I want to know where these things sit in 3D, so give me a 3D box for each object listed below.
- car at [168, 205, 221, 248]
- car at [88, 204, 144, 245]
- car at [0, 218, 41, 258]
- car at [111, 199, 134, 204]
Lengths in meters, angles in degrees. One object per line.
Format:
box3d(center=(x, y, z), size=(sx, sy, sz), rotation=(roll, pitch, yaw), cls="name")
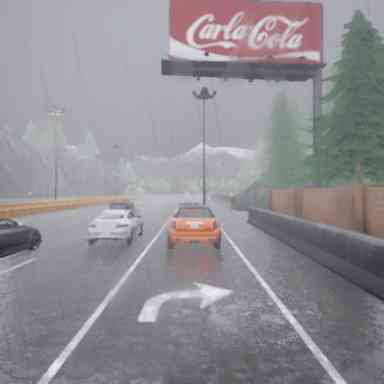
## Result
box3d(center=(0.092, 1.332, 14.856), size=(2.097, 1.767, 4.553), rotation=(0, 0, 0), cls="car")
box3d(center=(-3.409, 1.504, 15.367), size=(1.812, 1.442, 4.674), rotation=(0, 0, 0), cls="car")
box3d(center=(-6.905, 1.548, 11.382), size=(1.994, 1.385, 4.181), rotation=(0, 0, 0), cls="car")
box3d(center=(-6.932, 1.446, 32.997), size=(2.128, 1.511, 4.902), rotation=(0, 0, 0), cls="car")
